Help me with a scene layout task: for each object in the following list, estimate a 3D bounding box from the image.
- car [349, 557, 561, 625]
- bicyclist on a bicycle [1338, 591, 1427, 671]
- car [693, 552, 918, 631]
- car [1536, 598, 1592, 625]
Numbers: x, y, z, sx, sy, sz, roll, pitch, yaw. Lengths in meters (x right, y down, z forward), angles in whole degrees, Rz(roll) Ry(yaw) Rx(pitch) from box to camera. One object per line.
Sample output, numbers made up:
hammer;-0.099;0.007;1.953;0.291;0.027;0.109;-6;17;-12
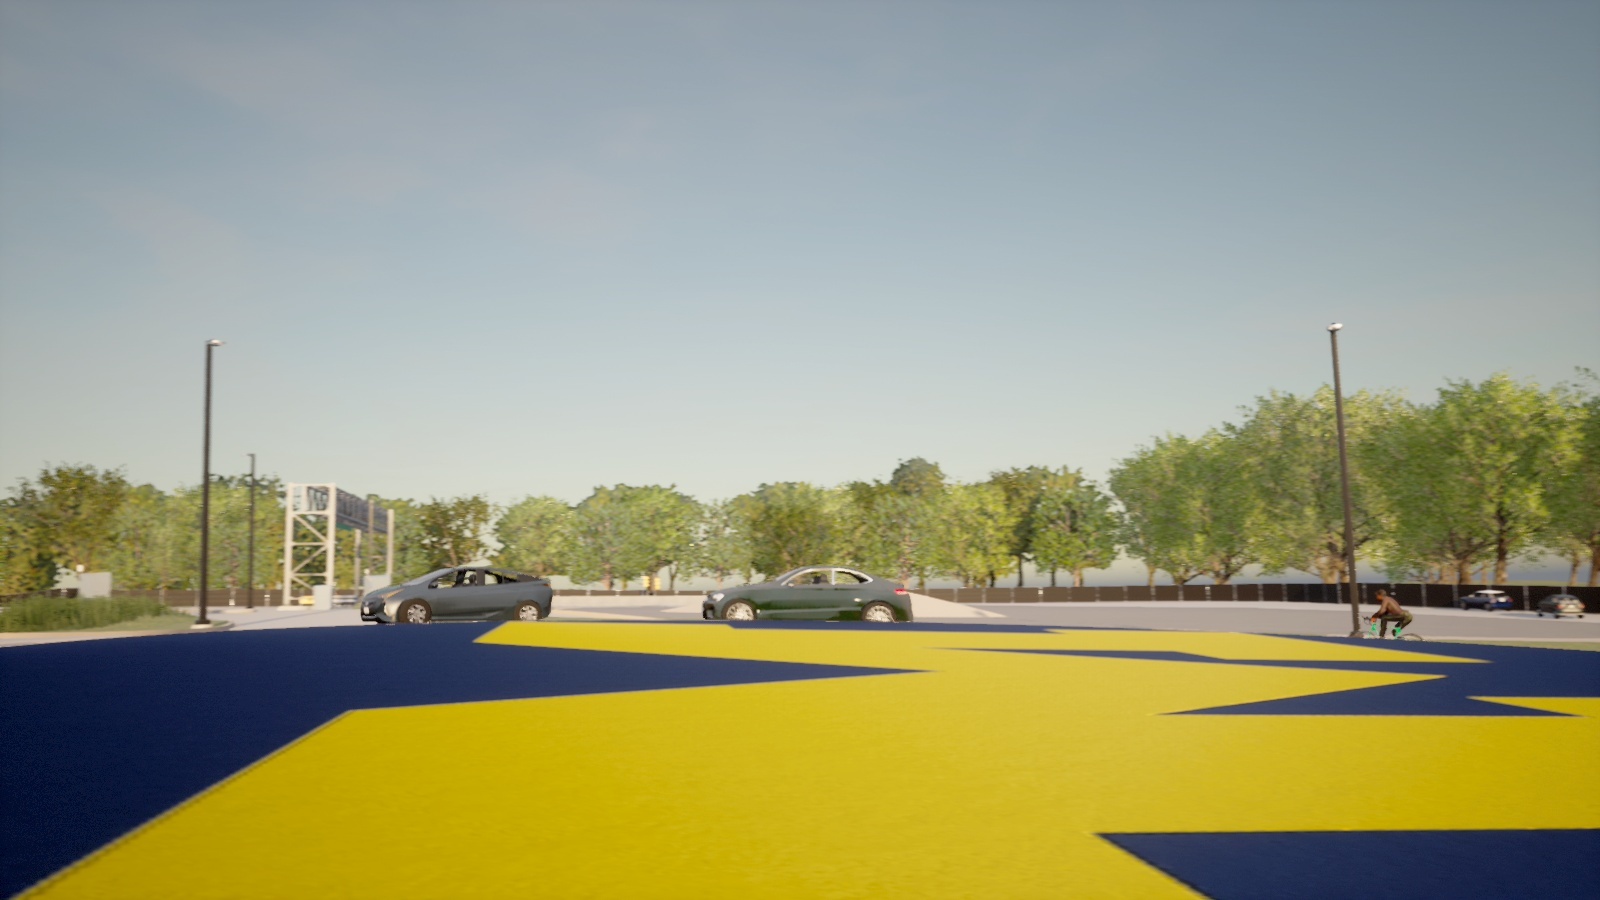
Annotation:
car;-8.364;3.481;30.638;4.514;1.525;2.007;6;-10;-37
bicyclist on a bicycle;12.878;3.986;27.797;1.656;1.620;0.582;-3;-12;43
car;0.085;3.411;29.986;5.027;1.651;2.152;3;-8;-9
car;50.577;10.690;83.190;1.789;1.549;3.705;-1;-4;9
